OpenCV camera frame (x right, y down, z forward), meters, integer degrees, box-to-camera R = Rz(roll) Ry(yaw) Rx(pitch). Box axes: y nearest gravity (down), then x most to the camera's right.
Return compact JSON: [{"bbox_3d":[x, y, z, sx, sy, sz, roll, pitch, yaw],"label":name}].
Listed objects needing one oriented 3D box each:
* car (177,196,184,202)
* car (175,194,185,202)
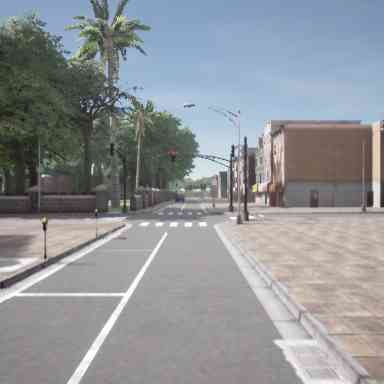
[{"bbox_3d":[-3.021,1.822,88.882,1.837,1.490,4.892,0,0,0],"label":"car"},{"bbox_3d":[-2.981,1.502,81.914,2.150,2.045,5.566,0,0,0],"label":"car"}]
